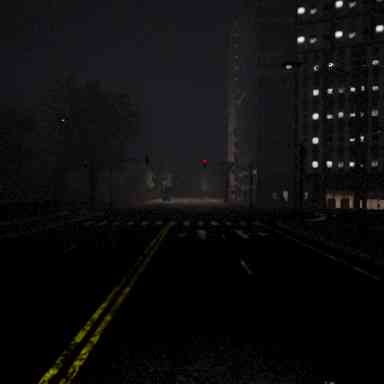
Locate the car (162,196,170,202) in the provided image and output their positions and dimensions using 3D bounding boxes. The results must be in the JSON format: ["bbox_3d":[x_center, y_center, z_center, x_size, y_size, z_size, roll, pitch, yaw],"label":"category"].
[{"bbox_3d":[-6.494,1.773,83.697,2.033,1.411,5.357,0,0,0],"label":"car"}]
